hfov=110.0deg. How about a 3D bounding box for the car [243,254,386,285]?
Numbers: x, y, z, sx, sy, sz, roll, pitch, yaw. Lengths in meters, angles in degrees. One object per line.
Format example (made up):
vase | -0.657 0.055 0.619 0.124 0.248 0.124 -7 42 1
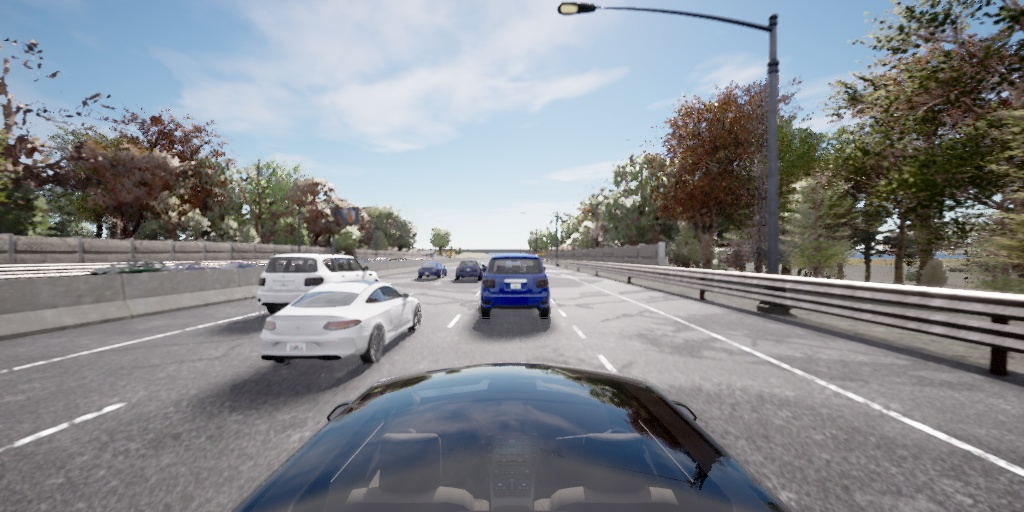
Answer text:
car | -6.902 0.948 13.515 2.150 2.045 5.566 0 0 0

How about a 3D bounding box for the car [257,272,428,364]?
car | -3.400 1.263 7.952 1.812 1.442 4.674 0 0 0

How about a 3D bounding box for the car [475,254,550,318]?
car | 0.086 0.949 12.972 2.150 2.045 5.566 0 0 0

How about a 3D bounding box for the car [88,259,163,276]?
car | -28.100 1.059 26.575 2.097 1.767 4.553 0 0 0

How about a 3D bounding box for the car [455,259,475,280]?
car | -3.407 1.054 30.090 2.097 1.767 4.553 0 0 0

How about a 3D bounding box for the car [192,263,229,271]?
car | -21.102 1.232 27.200 1.812 1.442 4.674 0 0 0

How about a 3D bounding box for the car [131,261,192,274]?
car | -24.603 1.254 26.954 2.033 1.411 5.357 0 0 0

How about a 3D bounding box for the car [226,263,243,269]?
car | -17.604 1.309 25.821 1.895 1.301 4.718 0 0 0

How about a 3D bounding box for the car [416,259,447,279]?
car | -6.905 1.226 31.418 1.812 1.442 4.674 0 0 0
